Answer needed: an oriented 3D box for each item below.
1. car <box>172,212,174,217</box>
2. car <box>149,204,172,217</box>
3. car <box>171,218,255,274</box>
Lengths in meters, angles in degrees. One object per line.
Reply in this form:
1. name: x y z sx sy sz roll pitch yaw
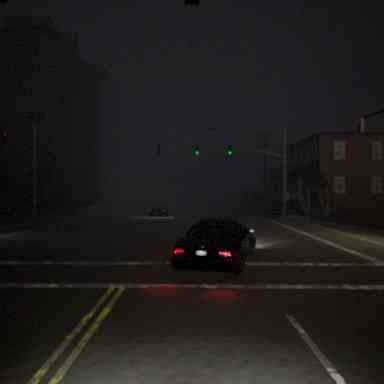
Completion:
1. car: -3.573 3.225 45.560 2.097 1.767 4.553 0 -11 0
2. car: -3.579 2.067 36.443 1.812 1.442 4.674 0 -5 0
3. car: 0.903 1.571 10.817 2.033 1.411 5.357 0 0 15
